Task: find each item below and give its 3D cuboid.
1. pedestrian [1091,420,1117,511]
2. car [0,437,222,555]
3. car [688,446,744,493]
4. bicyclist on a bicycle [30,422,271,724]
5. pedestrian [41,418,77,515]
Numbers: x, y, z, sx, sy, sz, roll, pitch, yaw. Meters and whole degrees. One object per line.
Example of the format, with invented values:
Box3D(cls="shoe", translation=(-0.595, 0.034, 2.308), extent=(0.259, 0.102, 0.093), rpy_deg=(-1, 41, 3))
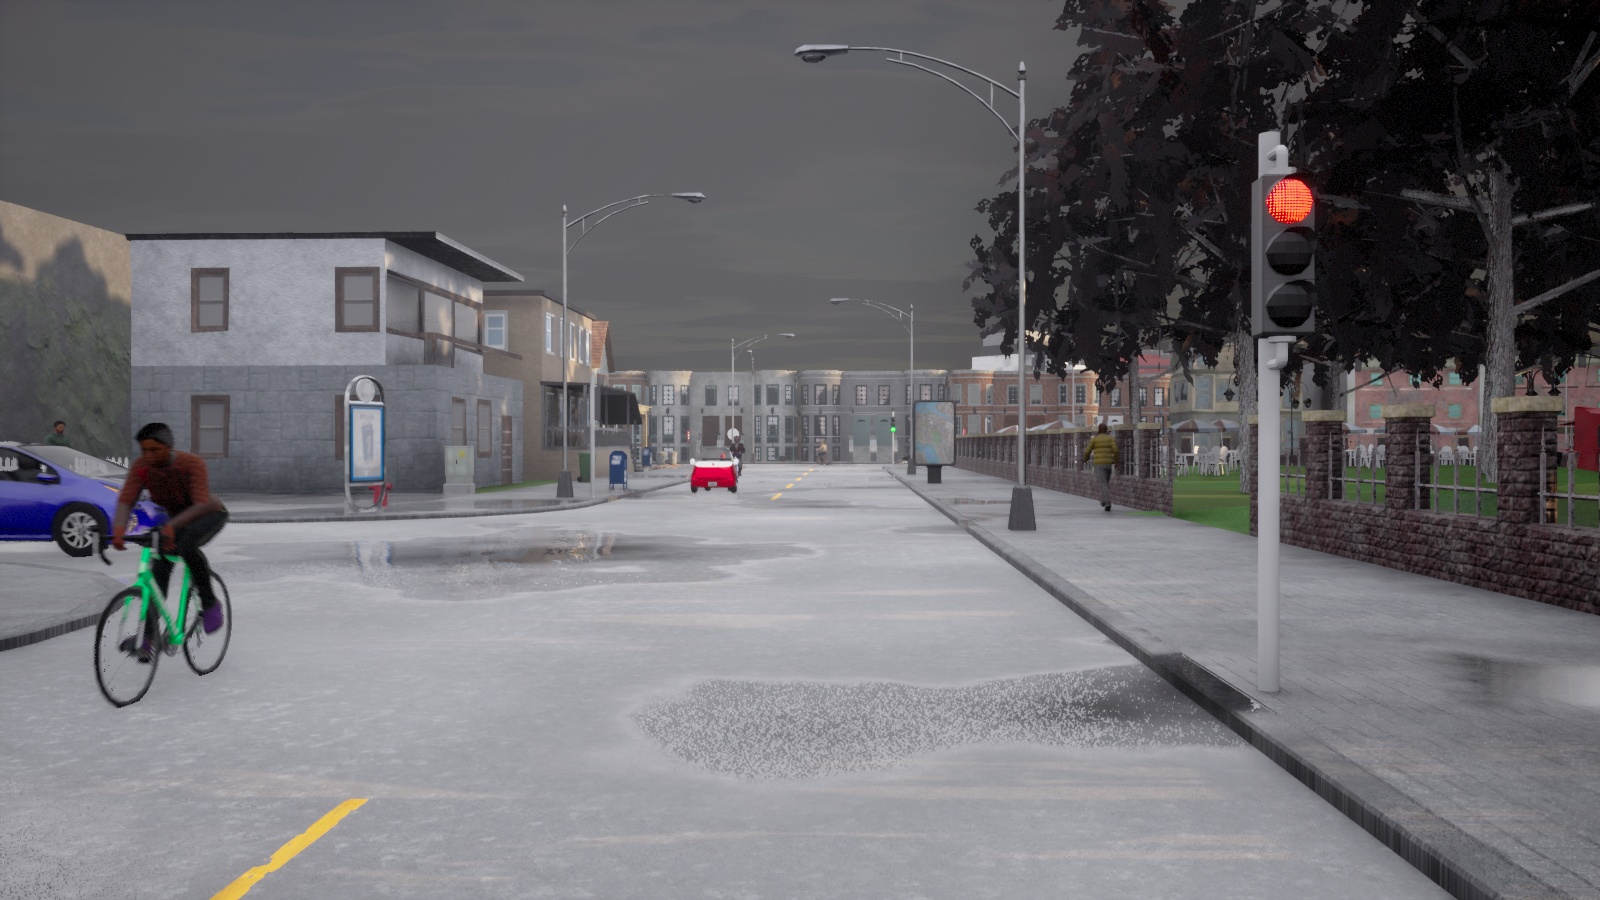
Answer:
Box3D(cls="pedestrian", translation=(6.242, 0.316, 25.793), extent=(0.370, 1.835, 0.726), rpy_deg=(0, 0, 2))
Box3D(cls="car", translation=(-10.689, 0.587, 17.304), extent=(4.514, 1.525, 2.007), rpy_deg=(0, 0, 2))
Box3D(cls="car", translation=(-2.562, 0.582, 38.474), extent=(1.481, 1.376, 2.207), rpy_deg=(0, 0, 2))
Box3D(cls="bicyclist on a bicycle", translation=(-3.834, 0.653, 7.568), extent=(0.582, 1.620, 1.656), rpy_deg=(0, 1, 0))
Box3D(cls="pedestrian", translation=(-14.293, 0.308, 24.213), extent=(0.614, 1.847, 0.353), rpy_deg=(0, 0, 32))
